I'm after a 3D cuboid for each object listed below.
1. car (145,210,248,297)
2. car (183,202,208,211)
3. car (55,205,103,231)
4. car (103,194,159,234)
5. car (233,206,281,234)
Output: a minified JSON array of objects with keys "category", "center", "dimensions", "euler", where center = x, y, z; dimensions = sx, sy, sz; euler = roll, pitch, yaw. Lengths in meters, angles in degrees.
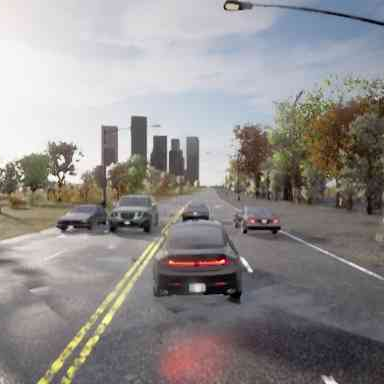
[{"category":"car","center":[0.120,1.475,8.502],"dimensions":[1.837,1.490,4.892],"euler":[-1,1,1]},{"category":"car","center":[0.298,1.481,25.692],"dimensions":[1.994,1.385,4.181],"euler":[-1,1,2]},{"category":"car","center":[-6.461,1.497,20.484],"dimensions":[2.033,1.411,5.357],"euler":[0,0,1]},{"category":"car","center":[-3.221,1.174,19.432],"dimensions":[2.150,2.045,5.566],"euler":[0,0,1]},{"category":"car","center":[3.505,1.489,18.731],"dimensions":[2.033,1.411,5.357],"euler":[0,0,0]}]
